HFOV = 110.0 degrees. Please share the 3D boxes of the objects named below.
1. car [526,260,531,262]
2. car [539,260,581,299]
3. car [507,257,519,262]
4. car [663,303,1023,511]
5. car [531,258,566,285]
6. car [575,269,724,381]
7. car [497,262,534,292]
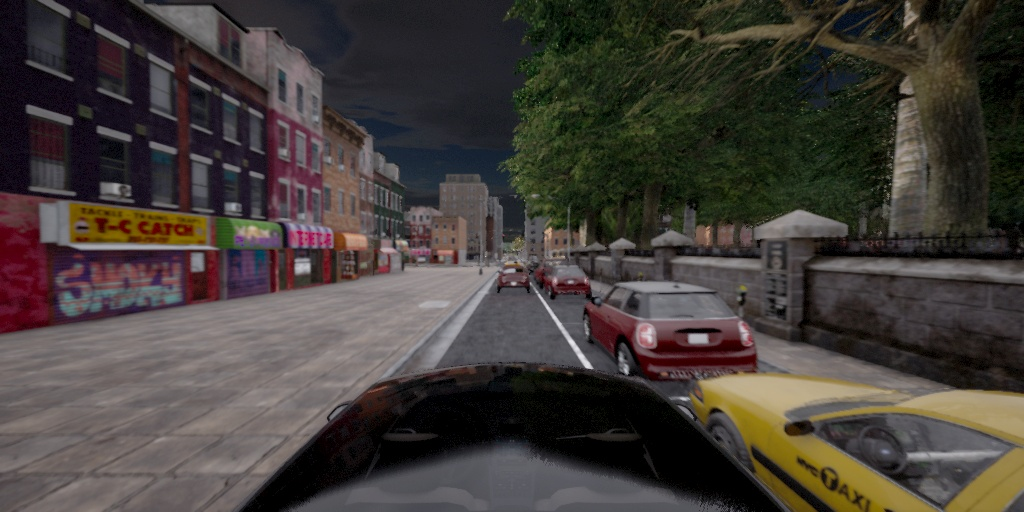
[{"bbox_3d":[2.633,1.324,39.683,1.948,1.339,4.313,0,0,0],"label":"car"},{"bbox_3d":[2.635,1.178,17.883,1.967,1.591,4.097,0,0,0],"label":"car"},{"bbox_3d":[0.095,1.240,42.118,1.882,1.535,5.008,0,0,0],"label":"car"},{"bbox_3d":[2.636,1.276,1.703,1.751,1.417,4.829,0,0,0],"label":"car"},{"bbox_3d":[2.634,1.054,23.333,2.192,1.841,5.009,0,0,0],"label":"car"},{"bbox_3d":[2.636,1.184,6.984,1.967,1.591,4.097,0,0,0],"label":"car"},{"bbox_3d":[0.092,1.264,21.001,1.812,1.442,4.674,0,0,0],"label":"car"}]
